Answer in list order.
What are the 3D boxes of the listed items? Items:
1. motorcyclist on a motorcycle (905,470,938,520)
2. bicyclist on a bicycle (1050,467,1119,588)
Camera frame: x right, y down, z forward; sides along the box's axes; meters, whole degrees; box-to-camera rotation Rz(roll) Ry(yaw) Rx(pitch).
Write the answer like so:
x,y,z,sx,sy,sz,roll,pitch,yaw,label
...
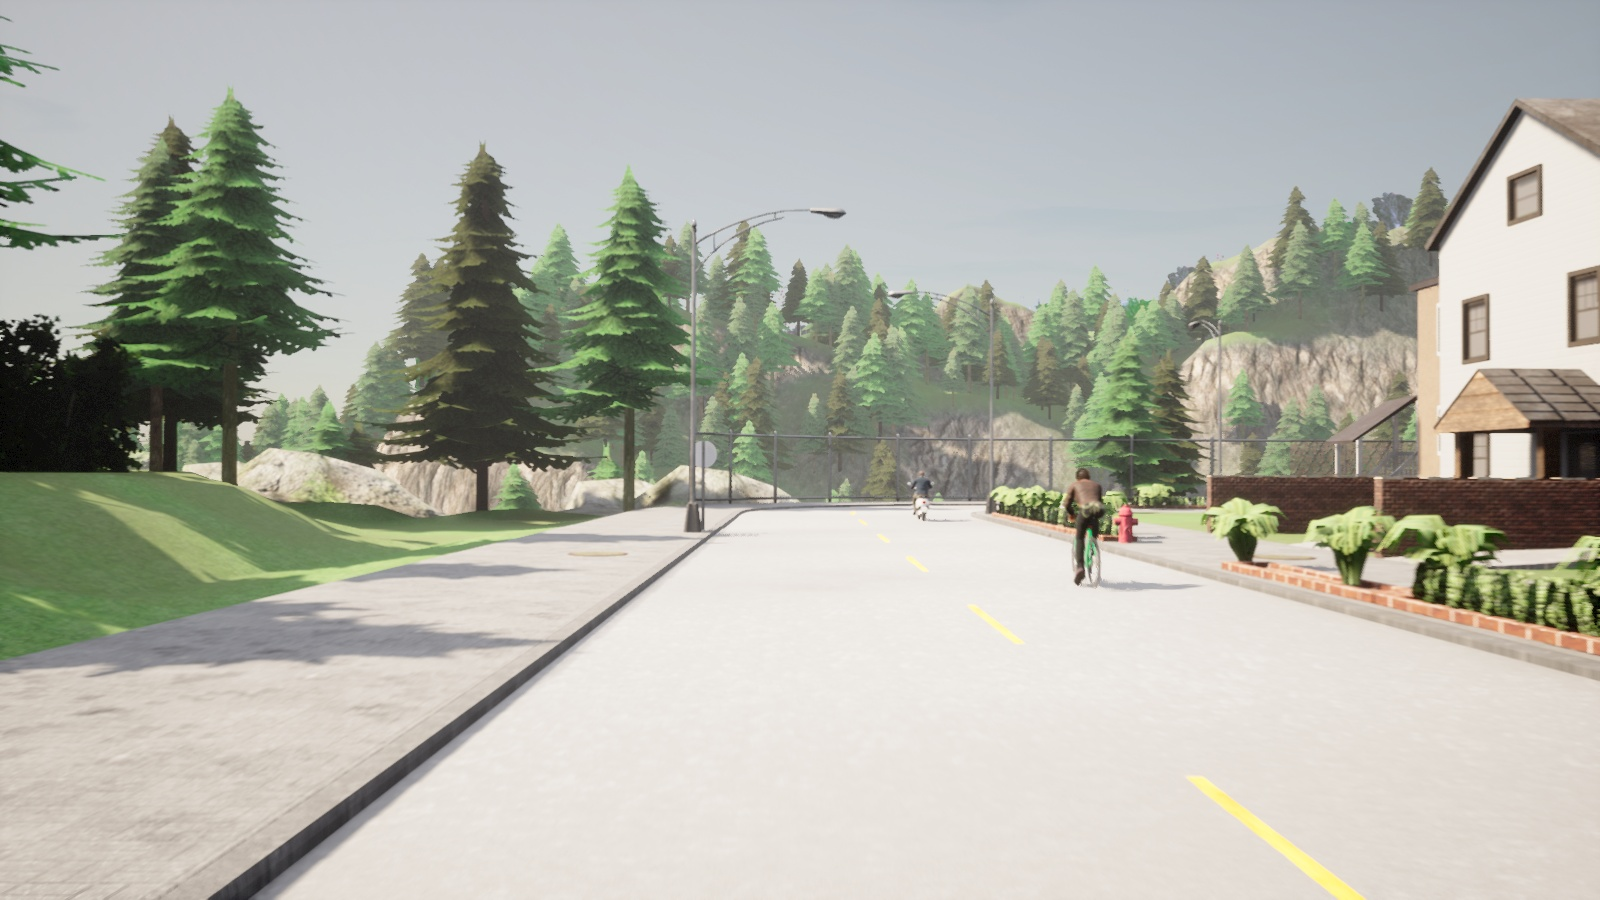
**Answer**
x,y,z,sx,sy,sz,roll,pitch,yaw,label
3.901,1.438,40.456,0.866,1.590,1.817,0,-1,0,motorcyclist on a motorcycle
3.957,1.050,17.566,0.582,1.620,1.656,0,-1,0,bicyclist on a bicycle
